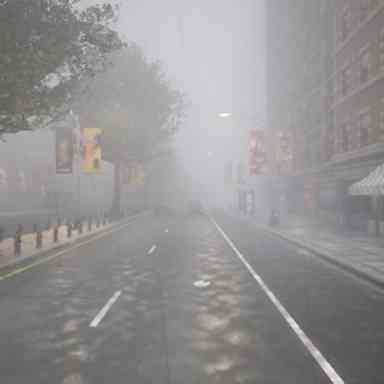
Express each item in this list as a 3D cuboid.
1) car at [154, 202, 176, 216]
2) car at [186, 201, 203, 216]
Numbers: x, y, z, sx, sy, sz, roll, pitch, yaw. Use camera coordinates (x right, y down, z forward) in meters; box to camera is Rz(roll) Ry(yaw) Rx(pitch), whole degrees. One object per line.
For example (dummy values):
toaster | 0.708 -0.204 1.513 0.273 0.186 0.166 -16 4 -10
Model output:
car | -3.187 1.942 38.091 1.882 1.535 5.008 0 -1 0
car | 0.323 2.065 38.033 1.895 1.301 4.718 0 -1 0
